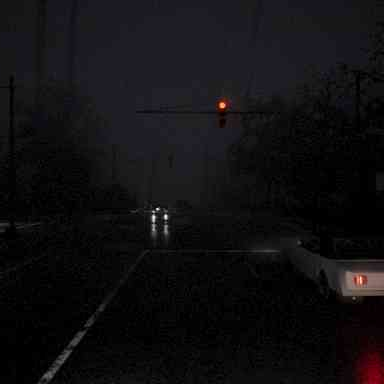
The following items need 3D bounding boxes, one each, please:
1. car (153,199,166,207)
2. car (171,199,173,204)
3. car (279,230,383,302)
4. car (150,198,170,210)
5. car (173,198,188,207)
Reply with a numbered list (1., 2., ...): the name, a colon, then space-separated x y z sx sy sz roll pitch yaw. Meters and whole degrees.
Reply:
1. car: -6.055 1.960 61.711 1.994 1.385 4.181 0 -1 -10
2. car: -4.659 2.381 83.374 2.033 1.411 5.357 0 -1 -22
3. car: 3.589 1.601 8.196 1.895 1.301 4.718 0 0 0
4. car: -4.075 1.596 42.810 1.812 1.442 4.674 0 -1 -3
5. car: -1.831 1.792 58.633 1.882 1.535 5.008 0 -1 -8
